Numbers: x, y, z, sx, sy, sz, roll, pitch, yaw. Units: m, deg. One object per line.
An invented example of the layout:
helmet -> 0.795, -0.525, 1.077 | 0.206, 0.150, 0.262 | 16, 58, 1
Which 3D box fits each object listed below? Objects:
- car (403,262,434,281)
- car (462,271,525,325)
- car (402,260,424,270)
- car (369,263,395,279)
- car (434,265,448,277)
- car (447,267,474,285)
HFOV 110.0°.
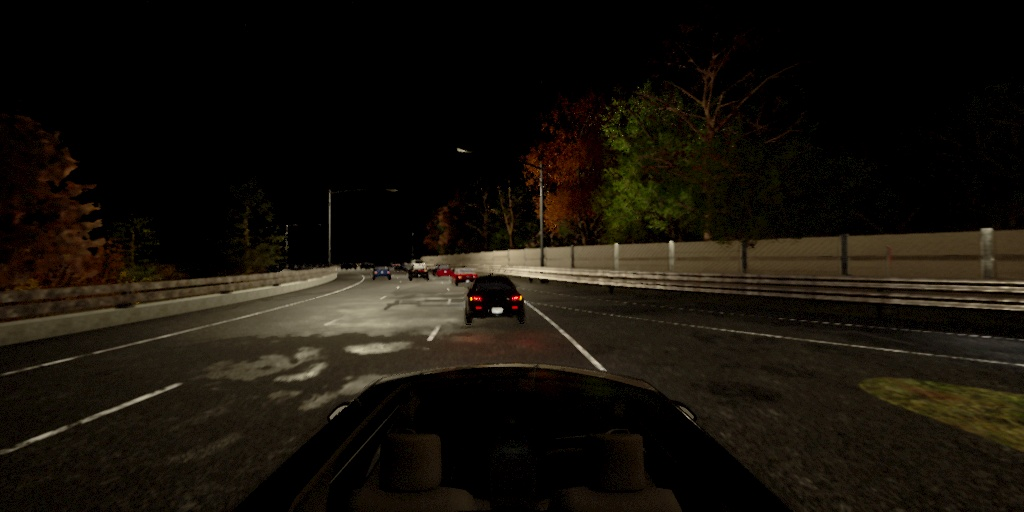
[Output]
car -> -9.560, 1.666, 36.382 | 2.128, 1.511, 4.902 | 0, -1, -19
car -> -0.673, 1.401, 12.414 | 1.812, 1.442, 4.674 | 0, -1, -6
car -> -15.499, 1.654, 57.589 | 2.150, 2.045, 5.566 | 0, -1, -29
car -> -14.318, 1.768, 39.291 | 2.033, 1.411, 5.357 | 0, -1, -22
car -> -8.333, 1.811, 42.874 | 1.994, 1.385, 4.181 | 0, -1, -21
car -> -3.953, 1.682, 29.577 | 1.895, 1.301, 4.718 | 0, -1, -15
